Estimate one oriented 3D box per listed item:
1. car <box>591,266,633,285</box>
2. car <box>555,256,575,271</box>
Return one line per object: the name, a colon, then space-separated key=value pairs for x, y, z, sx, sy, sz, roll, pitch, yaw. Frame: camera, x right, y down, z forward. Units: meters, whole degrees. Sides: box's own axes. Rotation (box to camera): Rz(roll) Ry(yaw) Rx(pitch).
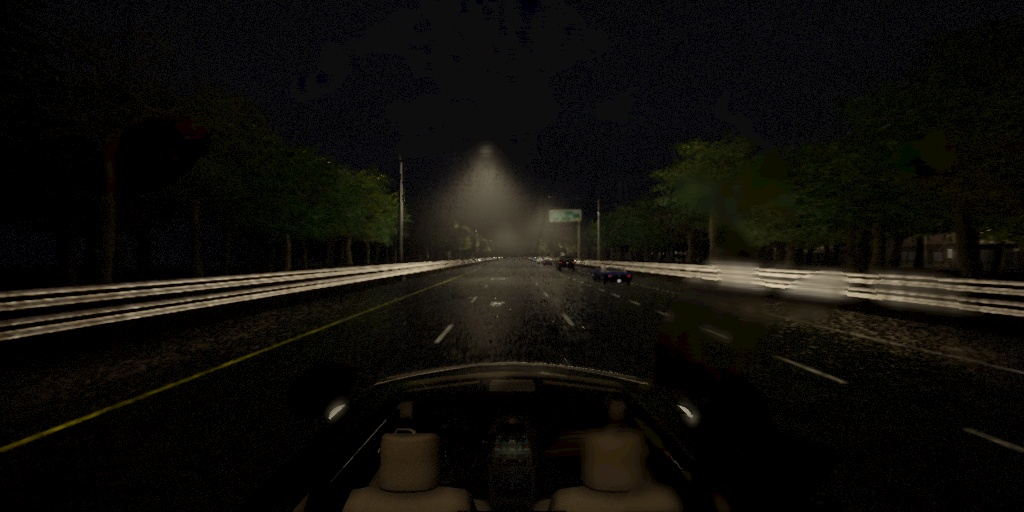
car: x=7.030 y=1.359 z=25.767 sx=1.895 sy=1.301 sz=4.718 roll=0 pitch=0 yaw=0
car: x=7.117 y=0.983 z=48.658 sx=2.150 sy=2.045 sz=5.566 roll=0 pitch=0 yaw=0
